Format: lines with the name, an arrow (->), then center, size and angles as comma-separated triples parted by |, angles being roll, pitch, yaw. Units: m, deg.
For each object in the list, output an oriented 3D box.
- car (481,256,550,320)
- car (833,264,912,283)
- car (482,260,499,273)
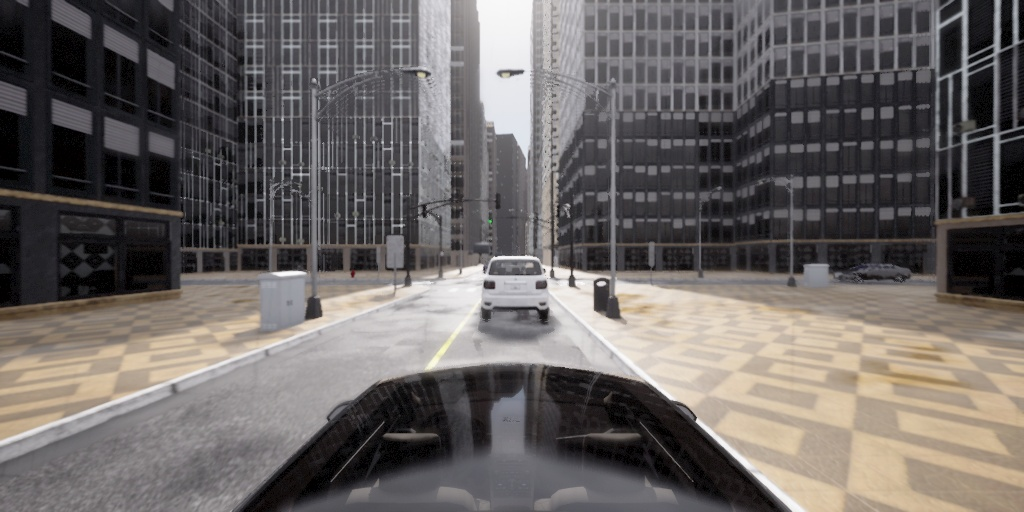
car -> 0.102, 1.055, 13.145 | 2.150, 2.045, 5.566 | 0, -1, 0
car -> 28.868, 1.381, 28.845 | 4.902, 1.511, 2.128 | 0, 0, 7
car -> -3.065, 1.500, 51.314 | 2.097, 1.767, 4.553 | 0, -1, 0
